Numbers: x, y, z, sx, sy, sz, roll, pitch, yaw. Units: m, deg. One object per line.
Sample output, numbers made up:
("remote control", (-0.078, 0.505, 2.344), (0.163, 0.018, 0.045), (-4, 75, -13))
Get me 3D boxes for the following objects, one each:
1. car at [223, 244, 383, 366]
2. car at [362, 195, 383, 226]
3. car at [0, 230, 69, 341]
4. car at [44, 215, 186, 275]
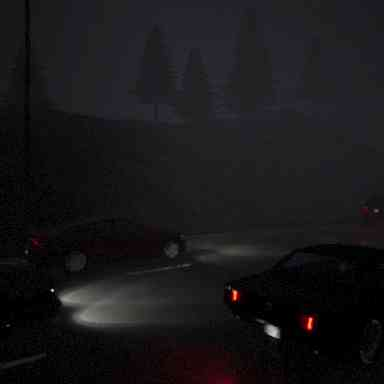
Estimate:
("car", (2.899, 1.603, 5.815), (4.718, 1.301, 1.895), (0, 0, -35))
("car", (13.498, 1.231, 21.989), (5.566, 2.045, 2.150), (0, 0, -36))
("car", (-4.790, 1.547, 4.628), (5.357, 1.411, 2.033), (0, 0, -36))
("car", (-2.509, 1.479, 10.557), (5.008, 1.535, 1.882), (0, 0, -35))
